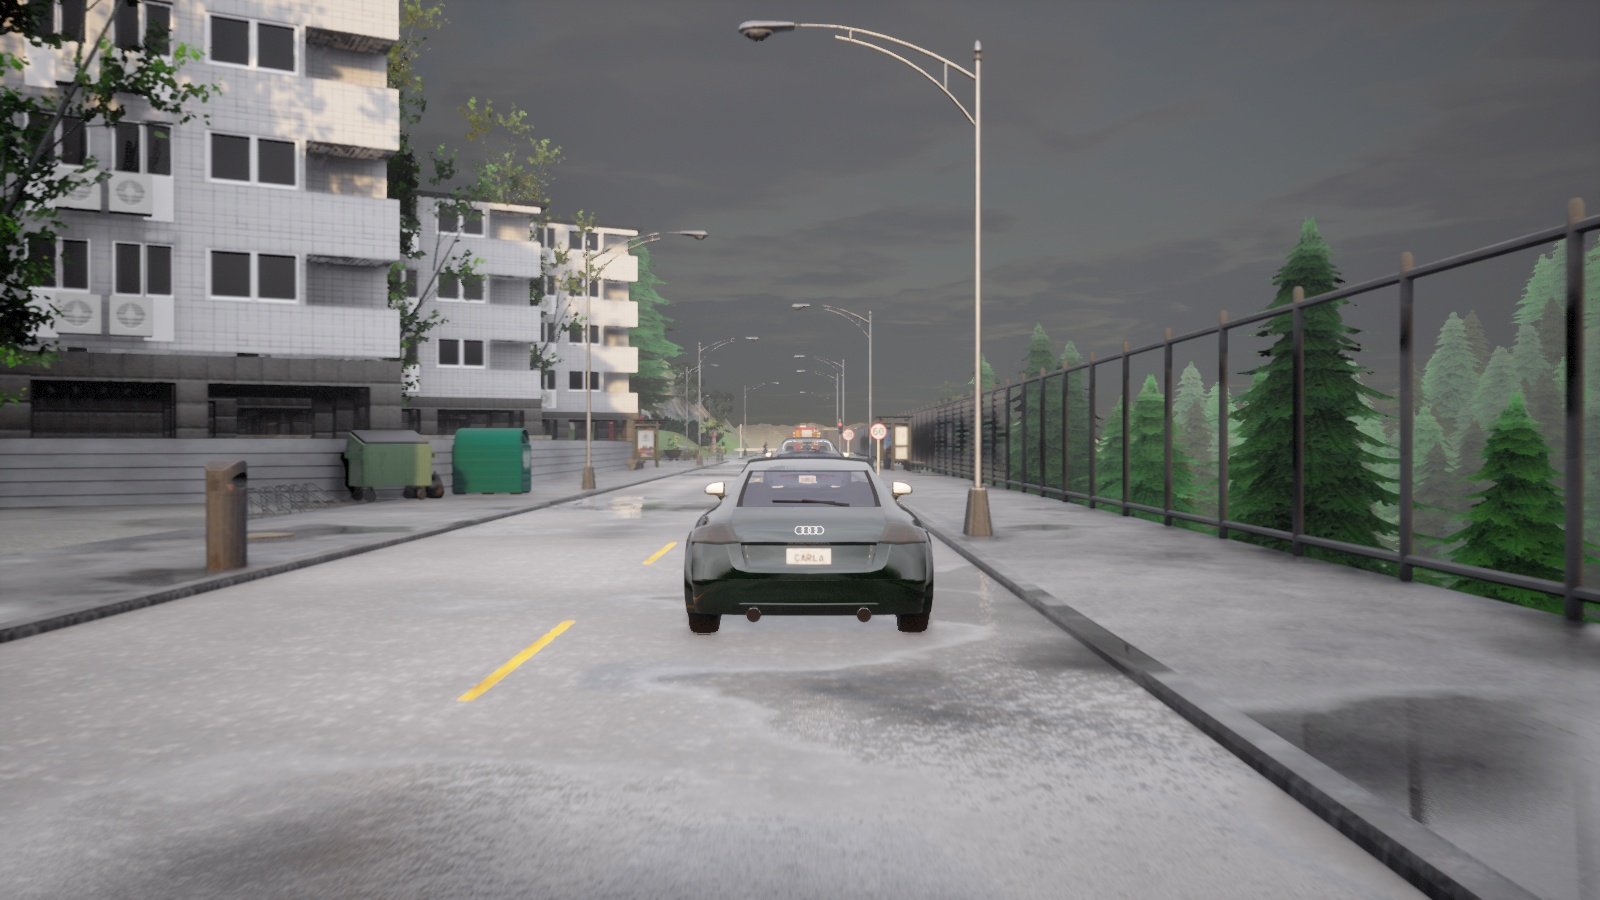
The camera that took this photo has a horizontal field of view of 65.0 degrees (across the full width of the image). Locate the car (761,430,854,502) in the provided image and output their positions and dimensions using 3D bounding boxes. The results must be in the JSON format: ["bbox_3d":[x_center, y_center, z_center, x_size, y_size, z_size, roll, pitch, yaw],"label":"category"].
[{"bbox_3d":[0.183,0.348,31.385,2.152,1.651,5.027,0,0,0],"label":"car"}]

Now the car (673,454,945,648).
[{"bbox_3d":[0.075,0.747,11.300,1.994,1.385,4.181,0,0,0],"label":"car"}]
